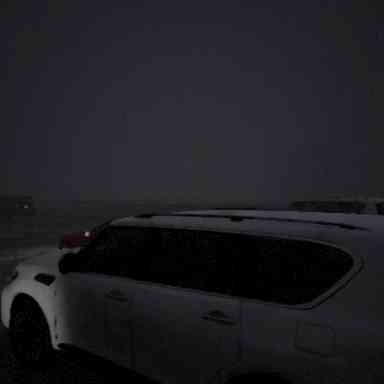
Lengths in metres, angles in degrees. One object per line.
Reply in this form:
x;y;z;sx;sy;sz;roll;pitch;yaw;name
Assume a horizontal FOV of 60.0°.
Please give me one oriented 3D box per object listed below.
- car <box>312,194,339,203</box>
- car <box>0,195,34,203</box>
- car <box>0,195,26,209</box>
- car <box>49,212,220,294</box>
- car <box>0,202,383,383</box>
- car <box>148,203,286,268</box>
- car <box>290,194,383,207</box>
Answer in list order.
25.986;1.241;64.724;4.605;1.855;1.932;0;0;35;car
-15.268;1.276;27.783;5.566;2.045;2.150;0;0;36;car
-25.135;1.302;45.655;1.905;1.878;3.866;0;0;35;car
-1.831;1.491;9.597;5.008;1.535;1.882;0;0;36;car
-0.042;1.226;4.022;5.566;2.045;2.150;0;0;35;car
0.813;1.363;12.011;4.553;1.767;2.097;0;0;35;car
4.942;1.229;13.365;5.566;2.045;2.150;0;0;35;car
